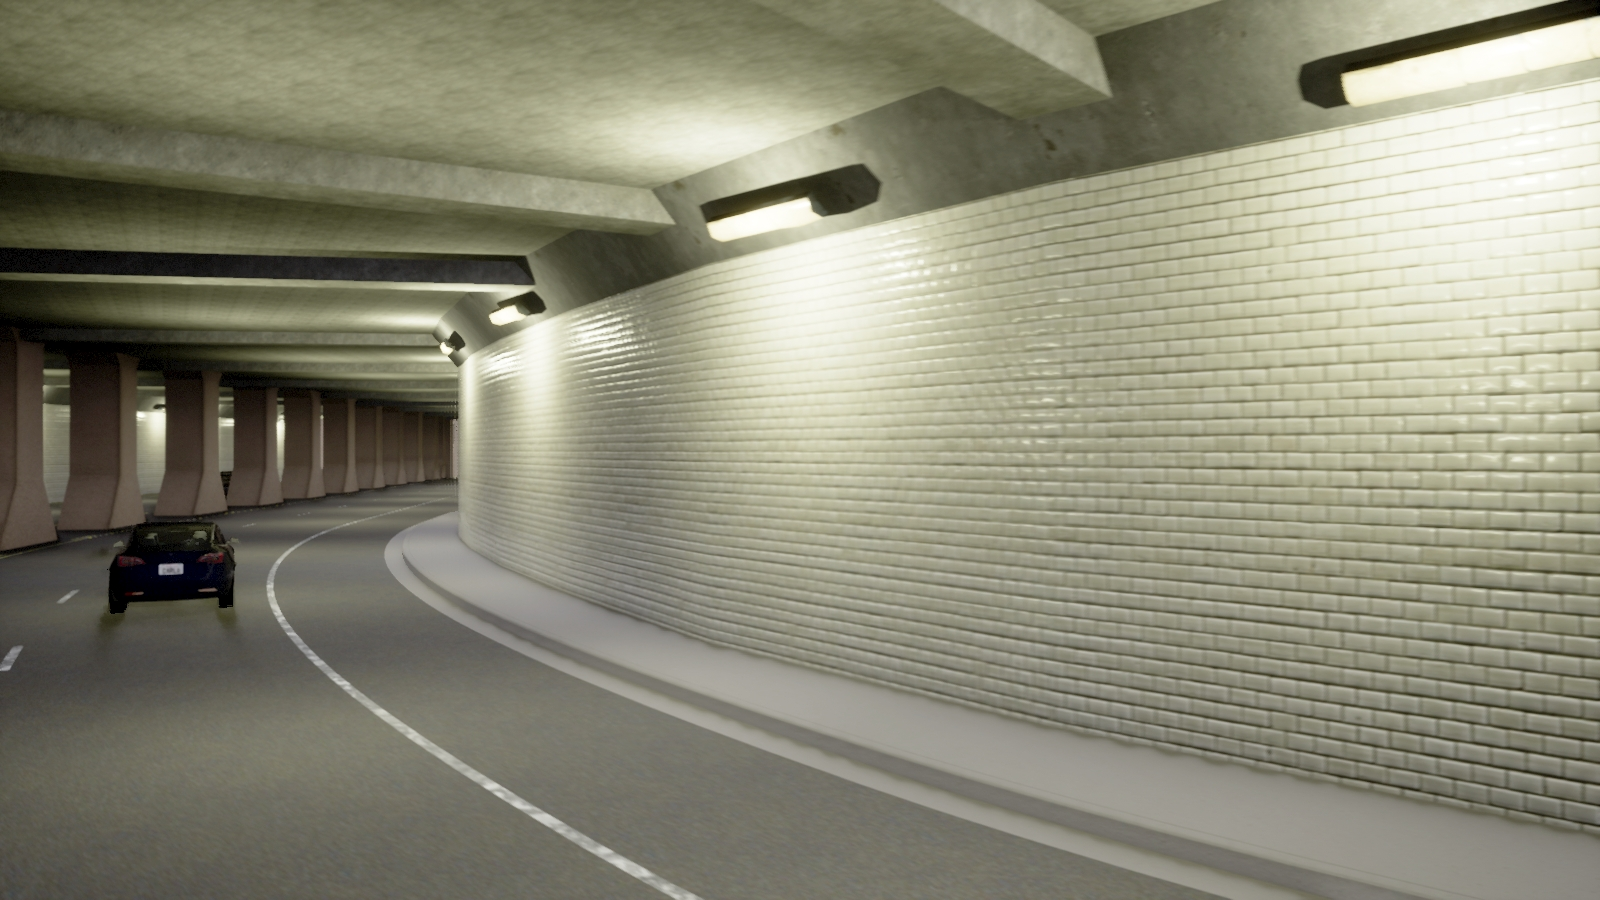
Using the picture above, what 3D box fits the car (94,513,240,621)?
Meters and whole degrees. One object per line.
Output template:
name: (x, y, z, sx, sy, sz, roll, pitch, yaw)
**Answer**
car: (-11.725, 2.067, 21.429, 2.163, 1.488, 4.792, 0, 0, -27)
